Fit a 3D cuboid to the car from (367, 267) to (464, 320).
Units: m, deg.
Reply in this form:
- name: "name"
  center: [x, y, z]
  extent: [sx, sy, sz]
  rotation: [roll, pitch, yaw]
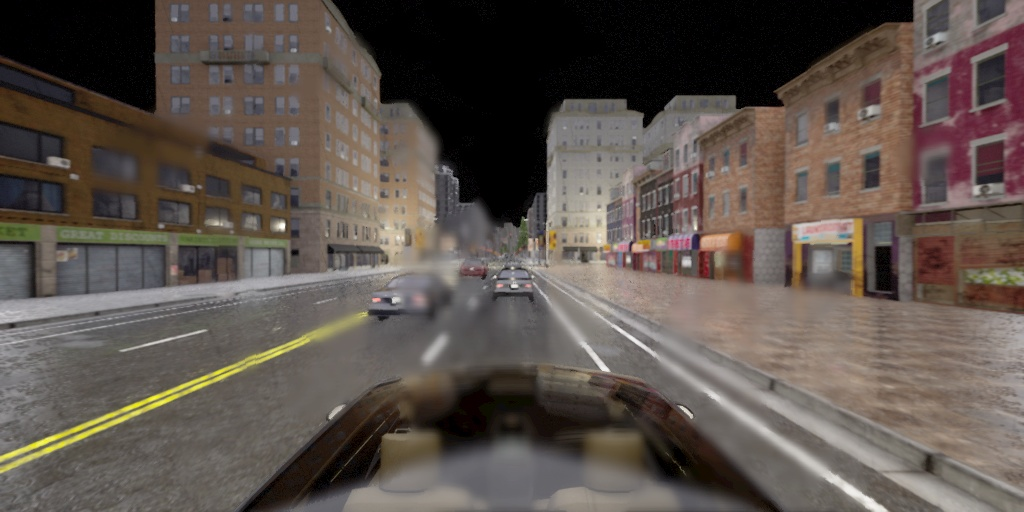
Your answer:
- name: "car"
  center: [-3.152, 1.267, 12.373]
  extent: [2.033, 1.411, 5.357]
  rotation: [0, 0, 0]

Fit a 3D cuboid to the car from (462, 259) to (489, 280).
- name: "car"
  center: [-3.150, 1.040, 30.969]
  extent: [2.097, 1.767, 4.553]
  rotation: [0, 0, 0]

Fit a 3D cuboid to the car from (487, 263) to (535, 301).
- name: "car"
  center: [0.099, 1.258, 16.988]
  extent: [2.033, 1.411, 5.357]
  rotation: [0, 0, 0]
